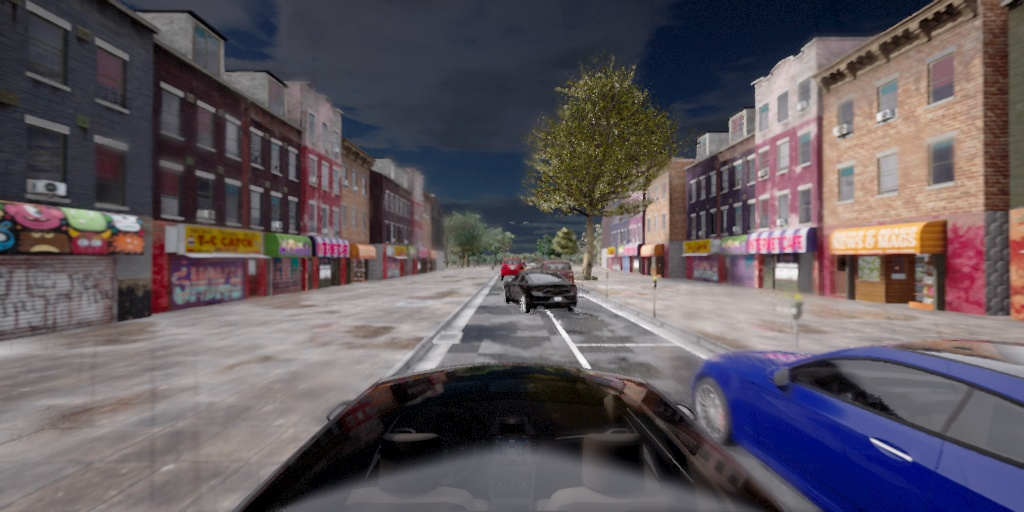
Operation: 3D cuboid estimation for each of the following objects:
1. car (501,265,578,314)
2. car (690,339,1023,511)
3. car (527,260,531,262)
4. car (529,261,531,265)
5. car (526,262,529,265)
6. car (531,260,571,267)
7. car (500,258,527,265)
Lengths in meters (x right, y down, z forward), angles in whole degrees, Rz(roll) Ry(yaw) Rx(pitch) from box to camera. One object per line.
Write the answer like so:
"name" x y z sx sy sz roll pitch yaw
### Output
"car" 0.967 1.313 14.551 1.882 1.535 5.008 0 0 -14
"car" 3.025 1.280 2.323 1.812 1.442 4.674 0 0 0
"car" 2.563 1.564 44.573 1.751 1.417 4.829 0 0 0
"car" 2.594 1.363 27.768 1.967 1.591 4.097 0 0 0
"car" 2.584 1.505 33.313 1.888 1.381 4.507 0 0 0
"car" 2.604 1.201 22.222 2.192 1.841 5.009 0 0 0
"car" 0.035 1.191 34.552 2.150 2.045 5.566 0 0 0
